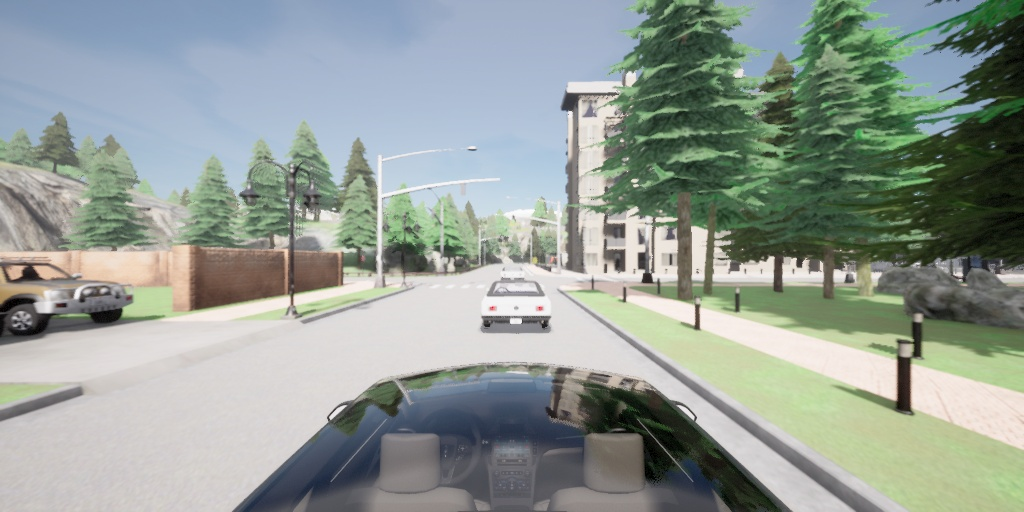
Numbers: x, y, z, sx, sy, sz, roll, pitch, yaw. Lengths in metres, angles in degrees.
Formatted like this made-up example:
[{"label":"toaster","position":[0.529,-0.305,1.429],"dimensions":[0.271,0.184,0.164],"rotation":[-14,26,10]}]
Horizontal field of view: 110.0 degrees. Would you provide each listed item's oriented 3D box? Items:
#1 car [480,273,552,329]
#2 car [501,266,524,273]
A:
[{"label":"car","position":[0.110,1.392,11.448],"dimensions":[1.895,1.301,4.718],"rotation":[0,0,0]},{"label":"car","position":[0.000,1.478,29.577],"dimensions":[1.895,1.301,4.718],"rotation":[0,0,-1]}]
